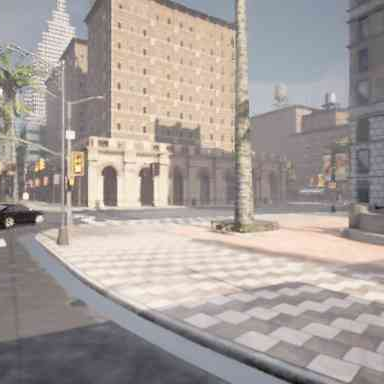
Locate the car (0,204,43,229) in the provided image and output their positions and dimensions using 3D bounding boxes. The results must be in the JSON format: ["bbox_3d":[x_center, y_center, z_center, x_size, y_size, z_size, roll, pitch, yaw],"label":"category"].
[{"bbox_3d":[-11.978,1.531,22.178,1.882,1.535,5.008,-1,0,9],"label":"car"}]
